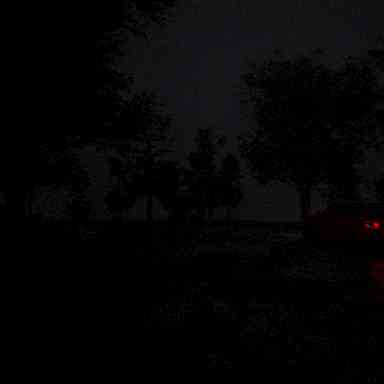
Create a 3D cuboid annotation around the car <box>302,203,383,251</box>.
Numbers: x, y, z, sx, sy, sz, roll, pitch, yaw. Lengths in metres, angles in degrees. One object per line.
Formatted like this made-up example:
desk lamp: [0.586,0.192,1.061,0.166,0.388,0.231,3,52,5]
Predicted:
car: [7.565,1.556,16.040,2.150,2.045,5.566,1,-1,-12]
